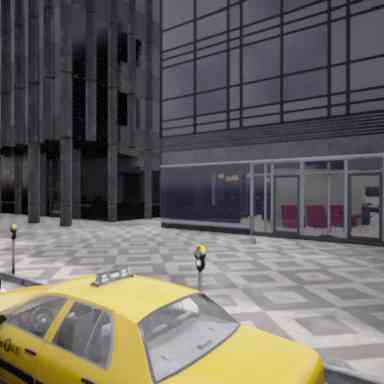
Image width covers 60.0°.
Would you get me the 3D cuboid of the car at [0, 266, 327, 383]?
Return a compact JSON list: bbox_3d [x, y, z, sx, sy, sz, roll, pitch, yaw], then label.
[{"bbox_3d":[-1.067,1.522,3.724,4.829,1.417,1.752,0,0,36],"label":"car"}]
